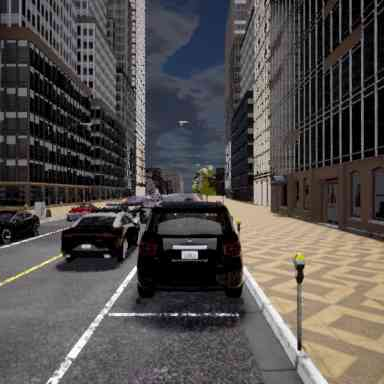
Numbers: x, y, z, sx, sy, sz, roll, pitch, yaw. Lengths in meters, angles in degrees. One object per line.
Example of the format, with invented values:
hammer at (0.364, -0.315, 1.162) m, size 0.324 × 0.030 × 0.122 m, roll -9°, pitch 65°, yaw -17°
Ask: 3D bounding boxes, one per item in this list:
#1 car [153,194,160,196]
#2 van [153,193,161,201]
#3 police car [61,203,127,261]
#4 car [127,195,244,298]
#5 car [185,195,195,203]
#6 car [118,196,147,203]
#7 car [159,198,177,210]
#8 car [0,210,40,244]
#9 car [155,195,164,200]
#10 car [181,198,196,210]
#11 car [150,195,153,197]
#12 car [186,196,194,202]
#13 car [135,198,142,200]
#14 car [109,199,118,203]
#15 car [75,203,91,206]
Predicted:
car at (-8.832, 1.391, 78.413) m, size 1.967 × 1.590 × 4.097 m, roll 0°, pitch 0°, yaw 0°
van at (-8.831, 1.286, 84.106) m, size 1.690 × 1.788 × 3.998 m, roll 0°, pitch 0°, yaw 0°
police car at (-3.145, 1.424, 12.464) m, size 1.930 × 1.638 × 5.238 m, roll 0°, pitch 0°, yaw 0°
car at (-0.039, 1.227, 8.679) m, size 2.150 × 2.045 × 5.566 m, roll 0°, pitch 0°, yaw 0°
car at (-0.451, 1.403, 67.015) m, size 1.967 × 1.590 × 4.097 m, roll 0°, pitch 0°, yaw 0°
car at (-6.232, 1.479, 36.485) m, size 2.128 × 1.511 × 4.902 m, roll 0°, pitch 0°, yaw 0°
car at (-3.058, 1.547, 42.589) m, size 1.994 × 1.385 × 4.181 m, roll 0°, pitch 0°, yaw 0°
car at (-8.833, 1.563, 15.800) m, size 1.947 × 1.339 × 4.313 m, roll 0°, pitch 0°, yaw 0°
car at (-8.832, 1.504, 89.799) m, size 1.947 × 1.339 × 4.313 m, roll 0°, pitch 0°, yaw 0°
car at (-0.452, 1.548, 44.248) m, size 1.947 × 1.339 × 4.313 m, roll 0°, pitch 0°, yaw 0°
car at (-8.832, 1.551, 61.338) m, size 1.802 × 1.307 × 4.206 m, roll 0°, pitch 0°, yaw 0°
car at (-0.452, 1.533, 78.399) m, size 1.802 × 1.307 × 4.206 m, roll 0°, pitch 0°, yaw 0°
car at (-3.059, 1.484, 26.861) m, size 2.128 × 1.511 × 4.902 m, roll 0°, pitch 0°, yaw 0°
car at (-8.833, 1.537, 38.569) m, size 2.008 × 1.369 × 4.403 m, roll 0°, pitch 0°, yaw 0°
car at (-8.832, 1.575, 27.183) m, size 1.802 × 1.307 × 4.206 m, roll 0°, pitch 0°, yaw 0°
